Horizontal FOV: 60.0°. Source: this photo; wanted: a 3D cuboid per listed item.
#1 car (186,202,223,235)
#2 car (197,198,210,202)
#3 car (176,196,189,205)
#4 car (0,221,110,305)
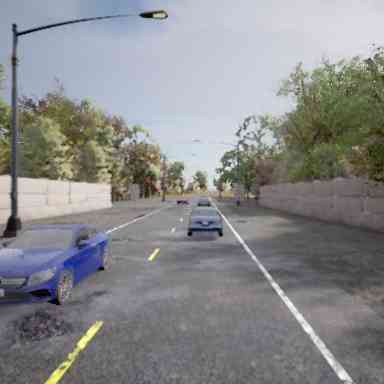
[{"bbox_3d":[0.738,1.534,18.539,2.033,1.411,5.357,0,0,2],"label":"car"},{"bbox_3d":[1.735,1.515,48.515,1.994,1.385,4.181,0,0,2],"label":"car"},{"bbox_3d":[-1.548,1.391,56.452,1.882,1.535,5.008,0,0,3],"label":"car"},{"bbox_3d":[-3.344,1.500,8.160,1.812,1.442,4.674,0,0,2],"label":"car"}]
